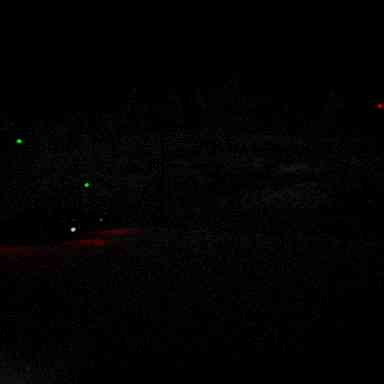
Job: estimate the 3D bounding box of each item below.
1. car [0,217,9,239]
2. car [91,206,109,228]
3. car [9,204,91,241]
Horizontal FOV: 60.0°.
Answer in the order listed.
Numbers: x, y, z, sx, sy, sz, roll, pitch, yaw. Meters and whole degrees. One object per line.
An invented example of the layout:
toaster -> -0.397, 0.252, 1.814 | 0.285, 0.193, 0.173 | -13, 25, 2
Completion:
car -> -10.343, 1.621, 14.336 | 4.718, 1.301, 1.895 | 0, 0, 29
car -> -7.478, 1.485, 20.706 | 5.008, 1.535, 1.882 | 0, 0, 29
car -> -7.687, 1.515, 16.822 | 4.892, 1.490, 1.837 | 0, 0, 29
